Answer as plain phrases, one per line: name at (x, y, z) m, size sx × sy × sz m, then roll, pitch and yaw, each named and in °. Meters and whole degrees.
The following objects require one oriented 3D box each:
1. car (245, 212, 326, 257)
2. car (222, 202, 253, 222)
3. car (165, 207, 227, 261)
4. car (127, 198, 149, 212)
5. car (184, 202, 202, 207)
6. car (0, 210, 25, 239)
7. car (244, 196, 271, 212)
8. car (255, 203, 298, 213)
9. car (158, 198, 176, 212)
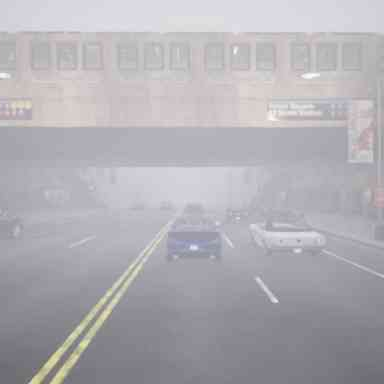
car at (3.581, 1.699, 13.441) m, size 1.895 × 1.301 × 4.718 m, roll 0°, pitch 0°, yaw 0°
car at (3.672, 1.808, 28.636) m, size 1.895 × 1.301 × 4.718 m, roll 0°, pitch 0°, yaw 1°
car at (0.077, 1.570, 12.709) m, size 1.882 × 1.535 × 5.008 m, roll 0°, pitch 0°, yaw 0°
car at (-6.968, 1.871, 44.876) m, size 2.033 × 1.411 × 5.357 m, roll 0°, pitch 0°, yaw 0°
car at (0.186, 1.725, 30.584) m, size 1.837 × 1.490 × 4.892 m, roll 0°, pitch 0°, yaw 0°
car at (-10.006, 1.594, 15.672) m, size 2.231 × 1.521 × 4.892 m, roll 0°, pitch 0°, yaw 10°
car at (6.677, 1.477, 34.300) m, size 2.435 × 2.045 × 5.566 m, roll 0°, pitch 0°, yaw 0°
car at (6.723, 1.790, 26.902) m, size 1.895 × 1.301 × 4.718 m, roll 0°, pitch 0°, yaw 0°
car at (-3.469, 1.871, 44.863) m, size 2.033 × 1.411 × 5.357 m, roll 0°, pitch 0°, yaw 0°
